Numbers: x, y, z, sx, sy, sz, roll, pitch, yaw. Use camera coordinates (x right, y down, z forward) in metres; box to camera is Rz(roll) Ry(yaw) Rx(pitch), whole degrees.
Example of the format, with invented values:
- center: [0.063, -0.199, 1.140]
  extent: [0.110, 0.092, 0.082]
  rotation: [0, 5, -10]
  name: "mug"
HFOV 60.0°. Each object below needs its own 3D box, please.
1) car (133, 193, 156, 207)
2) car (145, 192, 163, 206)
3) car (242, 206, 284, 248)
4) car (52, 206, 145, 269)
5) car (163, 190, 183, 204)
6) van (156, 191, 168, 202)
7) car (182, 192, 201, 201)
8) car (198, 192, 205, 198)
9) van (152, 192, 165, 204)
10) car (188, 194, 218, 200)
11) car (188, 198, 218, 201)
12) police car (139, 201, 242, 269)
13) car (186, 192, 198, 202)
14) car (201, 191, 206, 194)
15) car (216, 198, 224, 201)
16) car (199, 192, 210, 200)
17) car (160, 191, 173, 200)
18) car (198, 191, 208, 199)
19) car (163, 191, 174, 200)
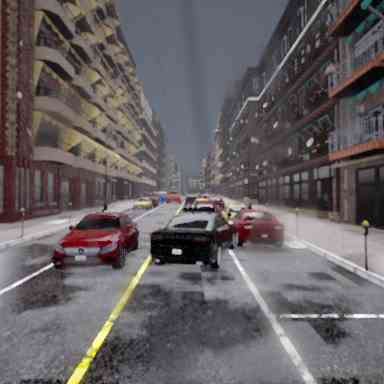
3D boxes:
- center: [-5.294, 1.190, 36.059]
  extent: [1.752, 1.417, 4.829]
  rotation: [2, 0, 0]
  name: "car"
- center: [-5.288, 0.931, 41.758]
  extent: [2.192, 1.841, 5.009]
  rotation: [2, 0, 0]
  name: "car"
- center: [2.585, 1.405, 14.044]
  extent: [1.887, 1.381, 4.507]
  rotation: [1, 1, 0]
  name: "car"
- center: [-2.848, 1.416, 10.837]
  extent: [1.812, 1.442, 4.674]
  rotation: [0, 1, 0]
  name: "car"
- center: [-2.837, 0.758, 51.681]
  extent: [2.150, 2.045, 5.566]
  rotation: [0, 0, 0]
  name: "car"
- center: [-5.289, 0.829, 58.349]
  extent: [1.690, 1.788, 3.998]
  rotation: [1, 0, 0]
  name: "van"
- center: [0.009, 1.049, 47.229]
  extent: [1.882, 1.535, 5.008]
  rotation: [0, 0, 0]
  name: "car"
- center: [2.555, 0.715, 91.474]
  extent: [1.967, 1.590, 4.097]
  rotation: [1, 0, 0]
  name: "car"
- center: [-5.289, 0.869, 52.817]
  extent: [1.690, 1.788, 3.998]
  rotation: [2, 0, 0]
  name: "van"
- center: [0.826, 1.198, 26.905]
  extent: [1.801, 1.575, 5.366]
  rotation: [0, 0, 0]
  name: "car"
- center: [0.826, 1.323, 20.712]
  extent: [1.812, 1.442, 4.674]
  rotation: [0, 1, 0]
  name: "car"
- center: [0.276, 1.313, 11.092]
  extent: [1.930, 1.638, 5.238]
  rotation: [0, 1, 15]
  name: "police car"
- center: [0.003, 0.818, 61.399]
  extent: [2.097, 1.767, 4.553]
  rotation: [0, 0, 0]
  name: "car"
- center: [2.586, 1.033, 58.288]
  extent: [1.887, 1.381, 4.507]
  rotation: [1, 0, 0]
  name: "car"
- center: [2.586, 1.332, 19.745]
  extent: [1.752, 1.417, 4.829]
  rotation: [1, 1, 0]
  name: "car"
- center: [2.597, 0.852, 69.349]
  extent: [1.967, 1.590, 4.097]
  rotation: [1, 0, 0]
  name: "car"
- center: [-5.288, 0.726, 69.409]
  extent: [2.192, 1.841, 5.009]
  rotation: [1, 0, 0]
  name: "car"
- center: [2.558, 0.654, 80.410]
  extent: [2.192, 1.841, 5.009]
  rotation: [1, 0, 0]
  name: "car"
- center: [-5.288, 0.690, 74.939]
  extent: [2.192, 1.841, 5.009]
  rotation: [1, 0, 0]
  name: "car"
